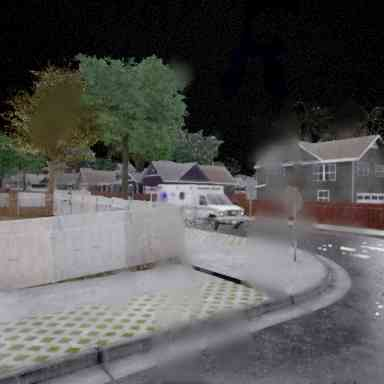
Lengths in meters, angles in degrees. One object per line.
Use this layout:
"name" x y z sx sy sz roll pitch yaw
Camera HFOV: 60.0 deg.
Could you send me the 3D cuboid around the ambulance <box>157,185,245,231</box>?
"ambulance" 0.340 0.808 19.934 2.351 2.431 6.366 1 0 -36
